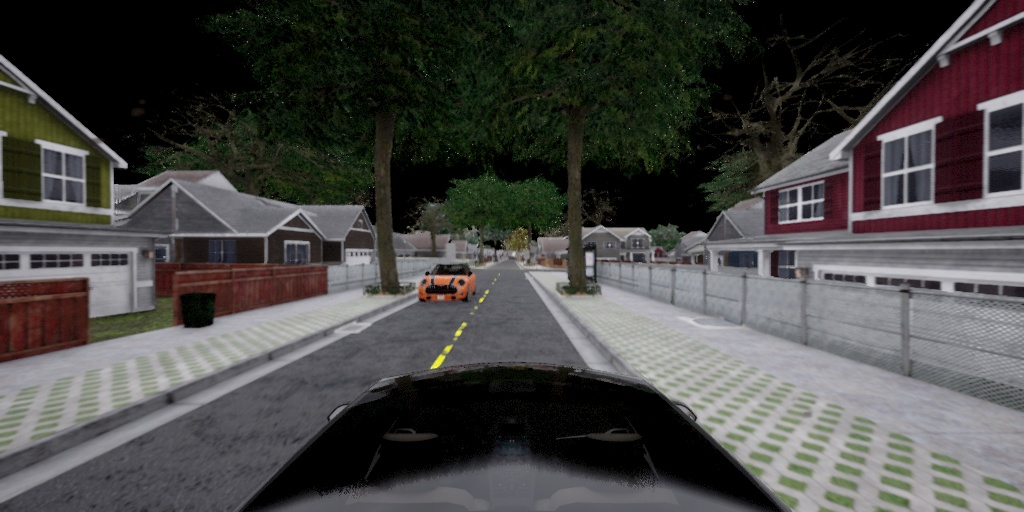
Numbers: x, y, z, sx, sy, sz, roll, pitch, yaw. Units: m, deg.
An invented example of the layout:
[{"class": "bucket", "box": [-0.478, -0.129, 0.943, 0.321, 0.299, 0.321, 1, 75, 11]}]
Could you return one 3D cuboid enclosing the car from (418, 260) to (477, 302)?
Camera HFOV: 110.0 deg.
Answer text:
[{"class": "car", "box": [-2.852, 1.085, 16.651, 2.097, 1.767, 4.553, 0, 0, 0]}]
